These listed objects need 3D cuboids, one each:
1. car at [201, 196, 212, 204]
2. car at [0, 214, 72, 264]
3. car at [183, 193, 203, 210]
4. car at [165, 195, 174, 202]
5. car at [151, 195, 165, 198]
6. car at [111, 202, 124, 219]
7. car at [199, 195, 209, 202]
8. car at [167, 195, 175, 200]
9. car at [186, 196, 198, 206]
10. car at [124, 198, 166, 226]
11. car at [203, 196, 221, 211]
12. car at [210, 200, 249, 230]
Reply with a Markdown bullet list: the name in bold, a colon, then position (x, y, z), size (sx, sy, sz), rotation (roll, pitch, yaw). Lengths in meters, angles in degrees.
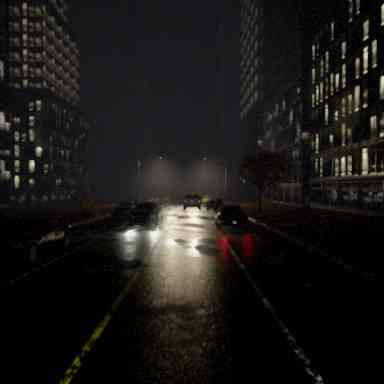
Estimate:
- **car**: position (2.681, 1.420, 62.458), size (1.752, 1.417, 4.829), rotation (-1, 0, 0)
- **car**: position (-5.702, 1.519, 11.662), size (1.887, 1.381, 4.507), rotation (-1, 0, 0)
- **car**: position (0.027, 1.146, 41.408), size (2.150, 2.045, 5.566), rotation (0, 0, 1)
- **car**: position (-5.700, 1.323, 73.537), size (1.967, 1.590, 4.097), rotation (-1, 0, 0)
- **car**: position (-5.699, 1.459, 51.037), size (2.008, 1.369, 4.403), rotation (-1, 0, 0)
- **car**: position (-5.701, 1.493, 28.538), size (2.008, 1.369, 4.403), rotation (-1, 0, 0)
- **car**: position (2.683, 1.448, 73.536), size (1.947, 1.339, 4.313), rotation (-1, 0, 0)
- **car**: position (-5.697, 1.413, 90.412), size (1.887, 1.381, 4.507), rotation (-1, 0, 0)
- **car**: position (0.004, 1.381, 54.952), size (1.882, 1.535, 5.008), rotation (0, 0, 0)
- **car**: position (-3.098, 1.430, 22.940), size (1.882, 1.535, 5.008), rotation (0, 0, 0)
- **car**: position (2.678, 1.365, 39.787), size (1.967, 1.590, 4.097), rotation (-1, 0, 0)
- **car**: position (2.352, 1.482, 20.663), size (1.812, 1.442, 4.674), rotation (0, 0, 0)
